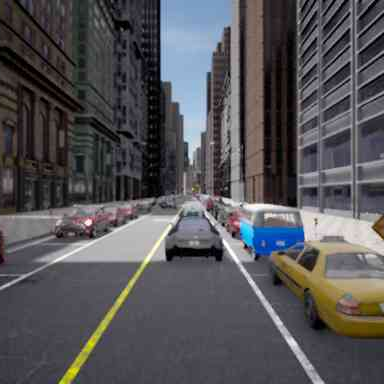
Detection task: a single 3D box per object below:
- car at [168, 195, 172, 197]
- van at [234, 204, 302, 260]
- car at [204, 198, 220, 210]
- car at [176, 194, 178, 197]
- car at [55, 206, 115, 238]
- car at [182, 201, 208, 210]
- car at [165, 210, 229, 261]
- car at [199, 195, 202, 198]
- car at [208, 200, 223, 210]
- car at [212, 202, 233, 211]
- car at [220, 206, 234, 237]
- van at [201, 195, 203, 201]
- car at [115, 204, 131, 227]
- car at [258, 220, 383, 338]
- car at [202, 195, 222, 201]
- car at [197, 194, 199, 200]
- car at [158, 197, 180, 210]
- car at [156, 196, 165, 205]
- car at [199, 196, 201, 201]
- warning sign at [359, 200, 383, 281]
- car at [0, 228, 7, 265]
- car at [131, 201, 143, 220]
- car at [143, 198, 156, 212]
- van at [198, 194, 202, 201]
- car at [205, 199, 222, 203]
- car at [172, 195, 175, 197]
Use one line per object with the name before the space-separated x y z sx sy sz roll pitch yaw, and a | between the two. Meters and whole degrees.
car | -5.782 1.681 68.594 1.967 1.590 4.097 0 0 0
van | 2.763 1.378 12.238 1.690 1.788 3.998 0 0 0
car | 2.750 1.595 46.058 1.967 1.590 4.097 0 0 0
car | -5.790 1.649 91.138 2.192 1.841 5.009 0 0 0
car | -5.765 1.495 17.867 1.967 1.590 4.097 0 0 0
car | 0.073 1.690 27.820 1.895 1.301 4.718 0 0 0
car | 0.076 1.600 12.515 1.994 1.385 4.181 0 0 0
car | 2.744 1.745 63.137 1.752 1.417 4.829 0 0 0
car | 2.756 1.659 29.147 1.947 1.339 4.313 0 0 0
car | 2.758 1.625 23.511 2.008 1.369 4.403 0 0 0
car | 2.760 1.637 17.874 1.802 1.307 4.206 0 0 0
van | 2.749 1.517 51.695 1.690 1.788 3.998 0 0 0
car | -5.767 1.655 23.502 1.802 1.307 4.206 0 0 0
car | 2.764 1.546 6.771 1.752 1.417 4.829 0 0 0
car | 2.753 1.450 40.421 2.192 1.841 5.009 0 0 0
car | 2.739 1.727 79.877 1.967 1.590 4.097 0 0 0
car | -3.101 1.717 45.435 1.994 1.385 4.181 0 0 0
car | -5.779 1.762 57.321 1.947 1.339 4.313 0 0 0
car | 2.746 1.748 57.331 2.008 1.369 4.403 0 0 0
warning sign | 5.061 1.140 8.227 1.300 1.860 1.060 0 0 0
car | -5.760 1.334 6.596 2.192 1.841 5.009 0 0 0
car | -5.769 1.675 29.139 1.802 1.307 4.206 0 0 0
car | -5.773 1.716 40.411 1.802 1.307 4.206 0 0 0
van | 2.743 1.582 68.604 1.690 1.788 3.998 0 0 0
car | 2.754 1.680 34.784 1.947 1.339 4.313 0 0 0
car | -5.787 1.853 79.865 1.947 1.339 4.313 0 0 0
